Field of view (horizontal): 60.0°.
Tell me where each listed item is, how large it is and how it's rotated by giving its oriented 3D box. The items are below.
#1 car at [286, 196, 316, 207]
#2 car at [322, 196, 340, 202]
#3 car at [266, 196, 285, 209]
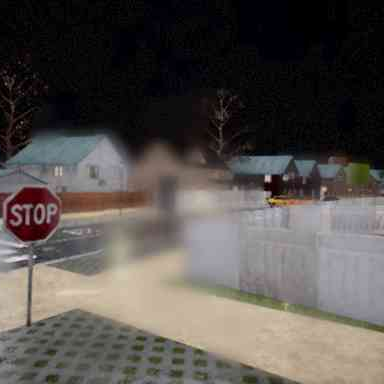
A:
[{"bbox_3d":[13.724,1.275,41.166,2.097,1.767,4.553,4,3,38],"label":"car"},{"bbox_3d":[21.180,1.407,50.445,1.812,1.442,4.674,4,3,41],"label":"car"},{"bbox_3d":[11.289,1.241,42.674,1.882,1.535,5.008,4,2,38],"label":"car"}]
